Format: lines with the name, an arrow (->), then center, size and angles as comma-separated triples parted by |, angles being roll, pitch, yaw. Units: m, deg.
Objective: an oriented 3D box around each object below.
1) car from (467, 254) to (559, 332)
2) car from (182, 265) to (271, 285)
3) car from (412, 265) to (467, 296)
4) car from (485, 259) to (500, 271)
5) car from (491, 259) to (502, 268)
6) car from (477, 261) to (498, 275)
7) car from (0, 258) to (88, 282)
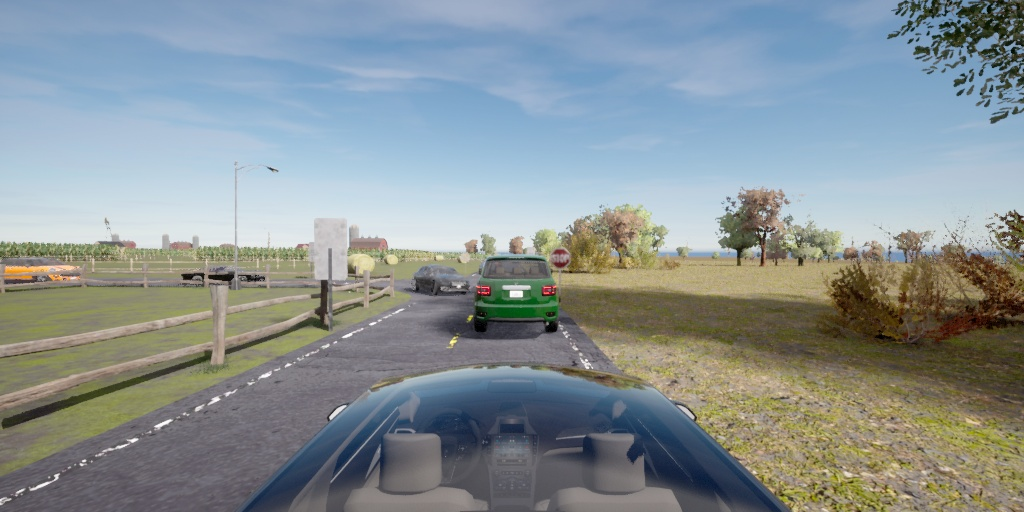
car -> 0.114, 0.971, 10.971 | 2.150, 2.045, 5.566 | 0, 0, 0
car -> -19.048, 1.250, 24.130 | 4.718, 1.301, 1.895 | 0, 1, 0
car -> -3.913, 1.262, 19.493 | 1.837, 1.490, 4.892 | 4, -2, -34
car -> -2.737, 1.260, 51.642 | 1.882, 1.535, 5.008 | 0, 0, 0
car -> -2.692, 1.306, 63.077 | 1.837, 1.490, 4.892 | 0, 0, 1
car -> -2.766, 1.318, 41.529 | 2.033, 1.411, 5.357 | 0, 0, 0
car -> -31.611, 0.918, 24.032 | 4.553, 1.767, 2.097 | 0, 1, 0
